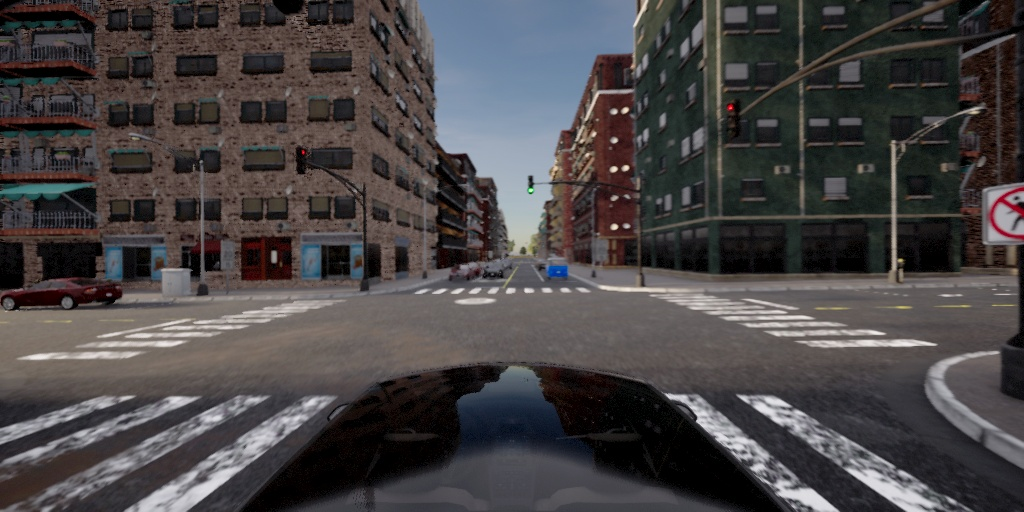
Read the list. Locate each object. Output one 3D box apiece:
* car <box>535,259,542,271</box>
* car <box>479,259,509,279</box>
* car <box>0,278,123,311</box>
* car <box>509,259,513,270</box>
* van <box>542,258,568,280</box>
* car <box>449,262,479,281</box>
[{"bbox_3d":[4.315,1.225,46.517,1.948,1.339,4.313,0,0,2],"label":"car"},{"bbox_3d":[-1.546,1.275,32.224,1.837,1.490,4.892,-1,0,2],"label":"car"},{"bbox_3d":[-20.982,1.715,16.787,4.507,1.381,1.888,0,0,2],"label":"car"},{"bbox_3d":[-0.884,1.201,49.912,2.128,1.511,4.902,-1,0,2],"label":"car"},{"bbox_3d":[3.686,1.027,29.726,1.690,1.789,3.998,0,0,2],"label":"van"},{"bbox_3d":[-4.149,1.343,30.181,1.802,1.307,4.207,0,0,2],"label":"car"}]
